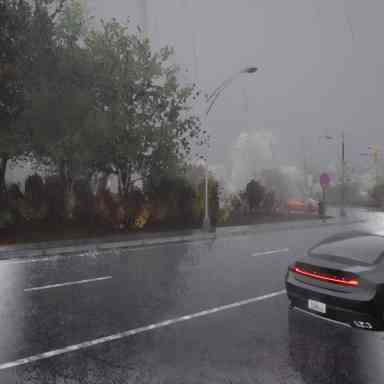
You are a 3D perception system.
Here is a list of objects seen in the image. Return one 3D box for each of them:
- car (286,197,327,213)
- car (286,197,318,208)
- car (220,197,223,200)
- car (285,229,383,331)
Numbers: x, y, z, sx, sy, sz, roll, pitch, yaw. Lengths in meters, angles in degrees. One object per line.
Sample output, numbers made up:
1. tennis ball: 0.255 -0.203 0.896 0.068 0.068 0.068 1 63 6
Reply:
1. car: 12.566 1.352 36.862 2.097 1.767 4.553 0 0 -32
2. car: 16.634 1.560 50.480 1.994 1.385 4.181 0 0 -32
3. car: 4.364 1.330 69.849 2.033 1.411 5.357 0 1 -34
4. car: 3.891 1.505 6.513 4.892 1.490 1.837 0 0 -35
